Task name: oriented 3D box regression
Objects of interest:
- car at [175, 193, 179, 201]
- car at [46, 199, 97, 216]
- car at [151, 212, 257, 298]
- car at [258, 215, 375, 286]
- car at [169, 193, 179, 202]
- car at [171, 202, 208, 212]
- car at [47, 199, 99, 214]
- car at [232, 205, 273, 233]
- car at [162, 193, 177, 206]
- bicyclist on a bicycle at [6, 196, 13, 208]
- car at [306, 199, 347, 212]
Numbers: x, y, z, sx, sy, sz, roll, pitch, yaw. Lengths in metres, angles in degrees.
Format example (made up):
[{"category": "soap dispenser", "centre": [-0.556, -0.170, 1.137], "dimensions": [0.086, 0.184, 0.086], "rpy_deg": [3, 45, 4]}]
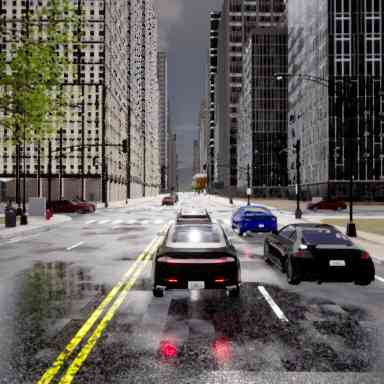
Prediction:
[{"category": "car", "centre": [-4.126, 1.516, 68.764], "dimensions": [2.033, 1.411, 5.357], "rpy_deg": [0, 0, -1]}, {"category": "car", "centre": [-11.694, 1.443, 31.323], "dimensions": [4.674, 1.442, 1.812], "rpy_deg": [0, -1, 2]}, {"category": "car", "centre": [0.090, 1.493, 8.532], "dimensions": [2.128, 1.511, 4.902], "rpy_deg": [0, 0, 0]}, {"category": "car", "centre": [3.325, 1.565, 9.475], "dimensions": [1.994, 1.385, 4.181], "rpy_deg": [0, 0, 2]}, {"category": "car", "centre": [-4.313, 1.181, 79.404], "dimensions": [2.150, 2.045, 5.566], "rpy_deg": [0, 0, -1]}, {"category": "car", "centre": [0.080, 1.493, 17.949], "dimensions": [2.128, 1.511, 4.902], "rpy_deg": [0, 0, 0]}, {"category": "car", "centre": [-12.315, 1.485, 34.601], "dimensions": [4.674, 1.442, 1.812], "rpy_deg": [0, -1, 2]}, {"category": "car", "centre": [3.330, 1.479, 18.469], "dimensions": [1.882, 1.535, 5.008], "rpy_deg": [0, 0, 0]}, {"category": "car", "centre": [-3.945, 1.458, 54.751], "dimensions": [1.882, 1.535, 5.008], "rpy_deg": [0, 0, -1]}, {"category": "bicyclist on a bicycle", "centre": [-25.207, 1.398, 45.869], "dimensions": [0.582, 1.620, 1.656], "rpy_deg": [0, -1, 2]}, {"category": "car", "centre": [16.133, 1.619, 40.022], "dimensions": [4.674, 1.442, 1.812], "rpy_deg": [0, -1, 1]}]
